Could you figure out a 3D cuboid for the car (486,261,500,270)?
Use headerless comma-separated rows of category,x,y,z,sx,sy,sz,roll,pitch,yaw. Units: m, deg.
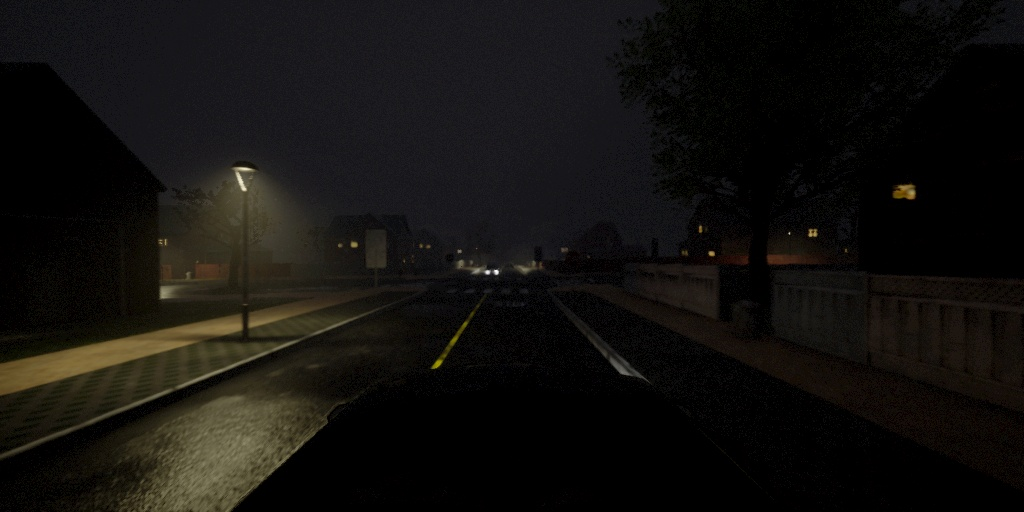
car,-3.180,1.629,58.685,1.895,1.301,4.718,0,0,0
